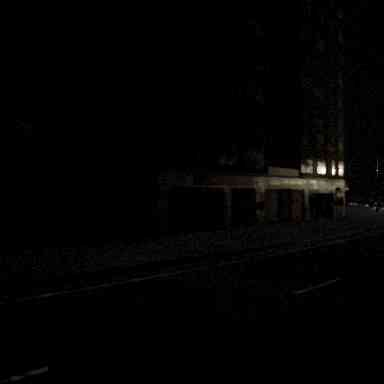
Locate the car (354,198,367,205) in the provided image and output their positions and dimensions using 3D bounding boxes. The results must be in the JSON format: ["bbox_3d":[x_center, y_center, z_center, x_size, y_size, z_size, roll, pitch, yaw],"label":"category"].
[{"bbox_3d":[43.689,2.349,84.981,2.097,1.767,4.553,0,-1,17],"label":"car"}]

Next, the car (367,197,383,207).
[{"bbox_3d":[39.207,2.357,70.570,1.837,1.490,4.892,0,-1,17],"label":"car"}]
